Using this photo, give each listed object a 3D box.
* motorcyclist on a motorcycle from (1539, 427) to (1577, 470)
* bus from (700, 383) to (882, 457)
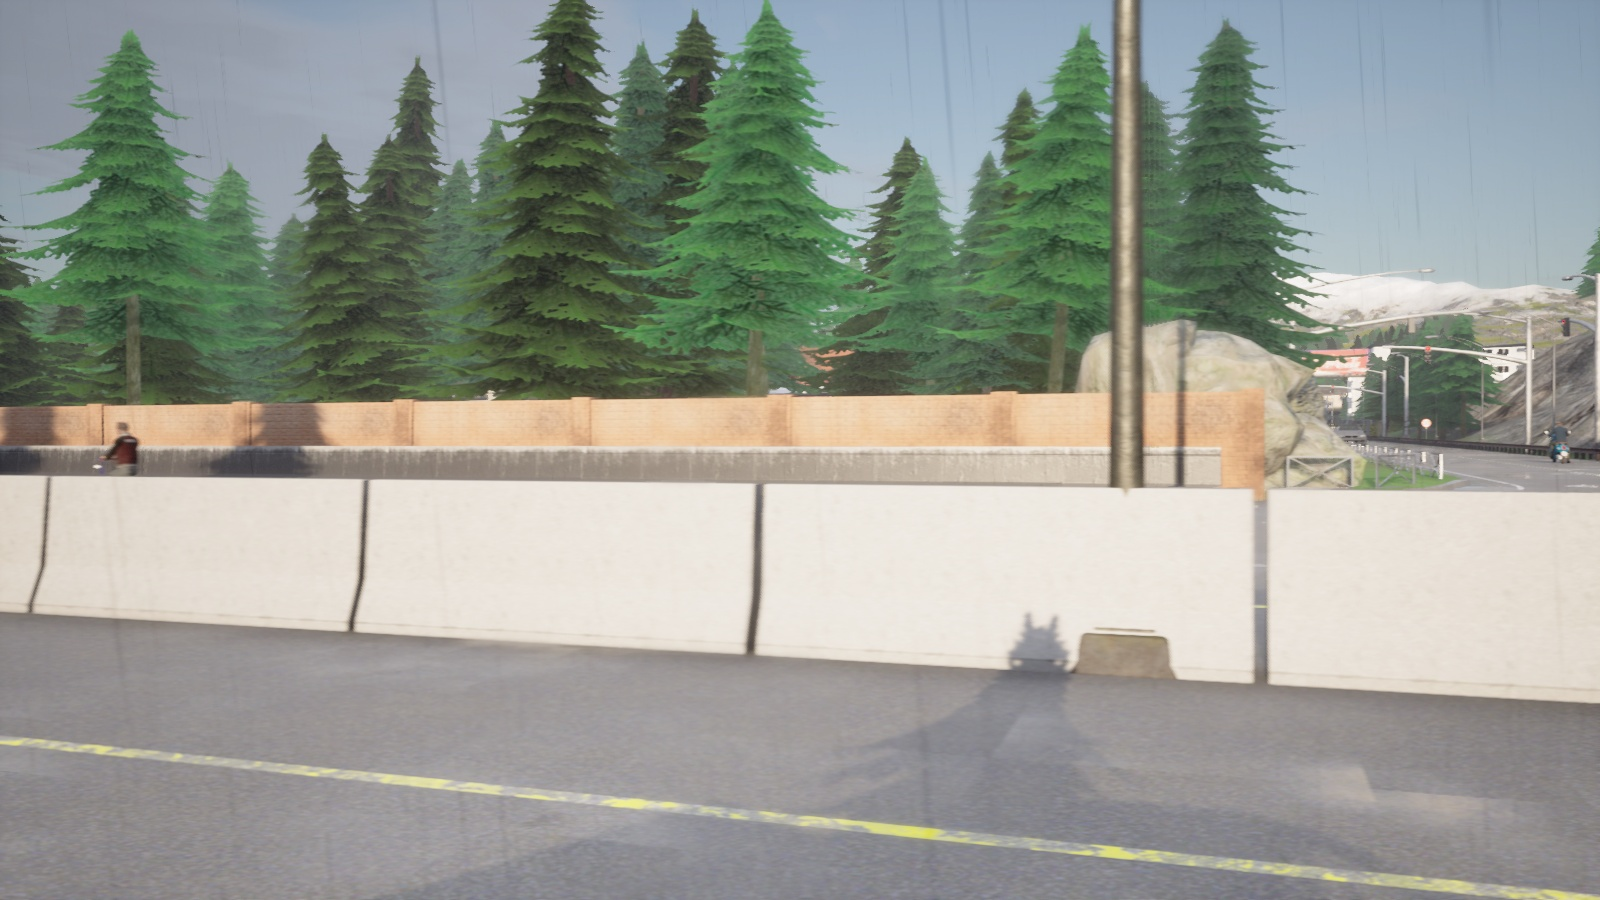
[{"bbox_3d":[28.695,-0.070,47.553,0.866,1.590,1.817,1,1,19],"label":"motorcyclist on a motorcycle"},{"bbox_3d":[-0.527,-1.803,75.999,10.273,4.253,3.944,1,1,21],"label":"bus"}]
